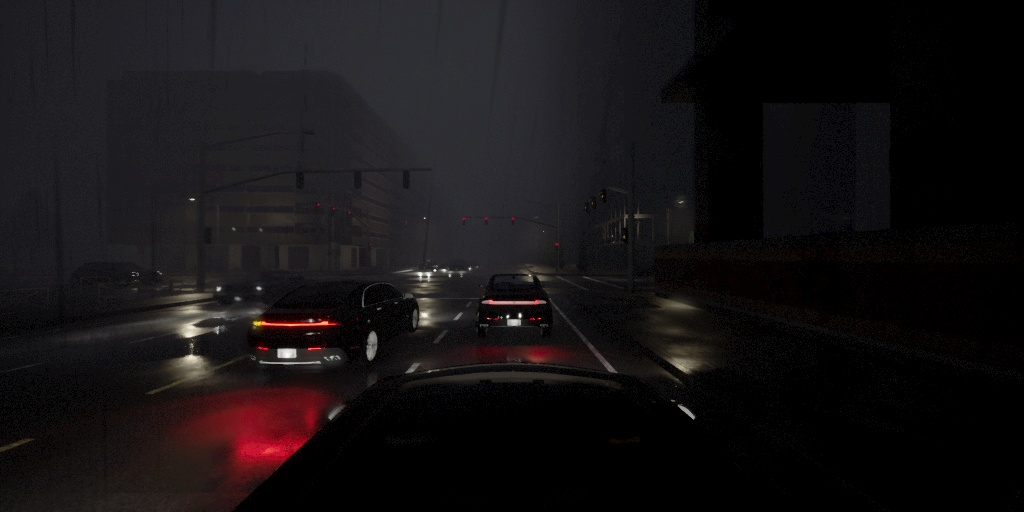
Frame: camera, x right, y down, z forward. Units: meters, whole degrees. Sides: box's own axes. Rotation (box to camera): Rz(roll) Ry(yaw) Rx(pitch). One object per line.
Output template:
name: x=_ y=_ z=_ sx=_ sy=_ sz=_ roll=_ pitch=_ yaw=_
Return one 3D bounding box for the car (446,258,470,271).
car: x=-7.512 y=1.228 z=50.310 sx=1.882 sy=1.535 sz=5.008 roll=0 pitch=0 yaw=0

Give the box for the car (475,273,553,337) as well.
car: x=0.055 y=1.242 z=10.274 sx=2.128 sy=1.511 sz=4.902 roll=0 pitch=0 yaw=0

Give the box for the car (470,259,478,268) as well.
car: x=-7.437 y=1.314 z=60.327 sx=1.994 sy=1.385 sz=4.181 roll=0 pitch=0 yaw=1

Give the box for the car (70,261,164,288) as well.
car: x=-25.871 y=1.157 z=23.622 sx=4.553 sy=1.767 sz=2.097 roll=0 pitch=0 yaw=0

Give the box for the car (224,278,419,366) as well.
car: x=-3.454 y=1.255 z=7.953 sx=1.837 sy=1.490 sz=4.892 roll=0 pitch=0 yaw=0

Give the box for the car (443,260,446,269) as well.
car: x=-10.979 y=1.351 z=56.882 sx=1.895 sy=1.301 sz=4.718 roll=0 pitch=0 yaw=1

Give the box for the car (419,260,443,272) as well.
car: x=-11.005 y=1.242 z=47.538 sx=2.128 sy=1.511 sz=4.902 roll=0 pitch=0 yaw=0

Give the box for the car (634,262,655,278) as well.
car: x=13.932 y=1.297 z=34.272 sx=4.902 sy=1.511 sz=2.128 roll=0 pitch=0 yaw=0

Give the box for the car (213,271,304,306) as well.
car: x=-10.720 y=1.349 z=15.948 sx=1.895 sy=1.301 sz=4.718 roll=0 pitch=0 yaw=-6
